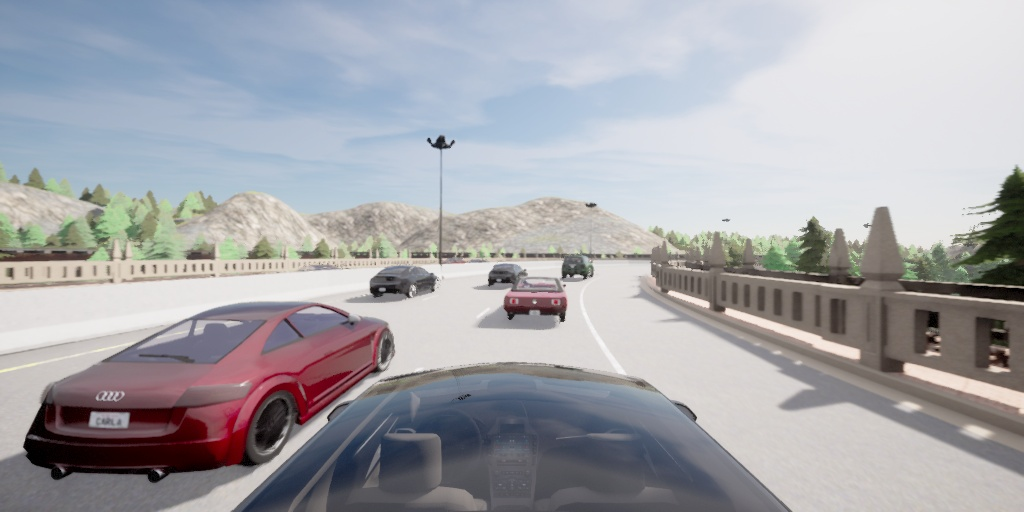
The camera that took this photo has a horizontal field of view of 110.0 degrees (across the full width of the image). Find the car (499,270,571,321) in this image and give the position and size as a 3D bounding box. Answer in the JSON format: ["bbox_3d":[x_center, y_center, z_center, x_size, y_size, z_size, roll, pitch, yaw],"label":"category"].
[{"bbox_3d":[0.955,1.349,12.542,1.895,1.301,4.718,0,0,8],"label":"car"}]

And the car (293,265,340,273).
[{"bbox_3d":[-11.783,1.248,21.598,1.994,1.385,4.181,0,0,12],"label":"car"}]

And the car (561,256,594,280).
[{"bbox_3d":[5.882,0.982,31.800,2.150,2.045,5.566,0,0,20],"label":"car"}]

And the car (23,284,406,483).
[{"bbox_3d":[-3.187,1.297,4.914,1.994,1.385,4.181,0,0,2],"label":"car"}]

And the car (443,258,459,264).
[{"bbox_3d":[-8.560,1.033,51.111,2.097,1.767,4.553,0,0,28],"label":"car"}]

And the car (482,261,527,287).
[{"bbox_3d":[-0.206,1.241,24.237,1.837,1.490,4.892,0,0,14],"label":"car"}]

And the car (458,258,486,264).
[{"bbox_3d":[-4.977,1.209,50.399,1.837,1.490,4.892,0,0,28],"label":"car"}]

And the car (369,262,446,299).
[{"bbox_3d":[-5.202,1.222,17.964,1.837,1.490,4.892,0,0,10],"label":"car"}]
